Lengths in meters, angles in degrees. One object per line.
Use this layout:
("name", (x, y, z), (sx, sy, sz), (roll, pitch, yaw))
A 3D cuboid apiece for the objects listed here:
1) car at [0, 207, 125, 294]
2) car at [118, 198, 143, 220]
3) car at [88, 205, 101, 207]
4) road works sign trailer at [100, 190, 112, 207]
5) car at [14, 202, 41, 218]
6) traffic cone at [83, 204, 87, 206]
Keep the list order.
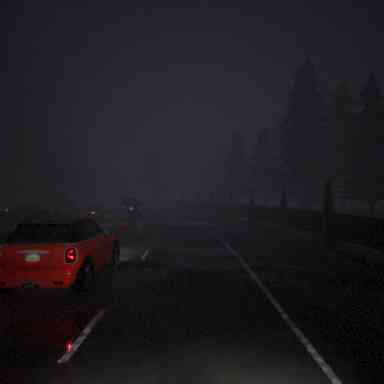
("car", (-3.449, 1.471, 9.291), (2.097, 1.767, 4.553), (0, -1, -1))
("car", (-6.047, 1.638, 32.685), (2.150, 2.045, 5.566), (0, -1, -12))
("car", (-10.012, 1.998, 34.130), (1.994, 1.385, 4.181), (0, -1, -13))
("road works sign trailer", (-18.722, 1.370, 71.325), (2.380, 3.560, 2.880), (1, -1, -37))
("car", (-18.236, 1.949, 37.122), (1.882, 1.535, 5.008), (0, -1, -17))
("traffic cone", (-24.091, 2.921, 76.037), (0.340, 0.580, 0.340), (1, -1, -37))
